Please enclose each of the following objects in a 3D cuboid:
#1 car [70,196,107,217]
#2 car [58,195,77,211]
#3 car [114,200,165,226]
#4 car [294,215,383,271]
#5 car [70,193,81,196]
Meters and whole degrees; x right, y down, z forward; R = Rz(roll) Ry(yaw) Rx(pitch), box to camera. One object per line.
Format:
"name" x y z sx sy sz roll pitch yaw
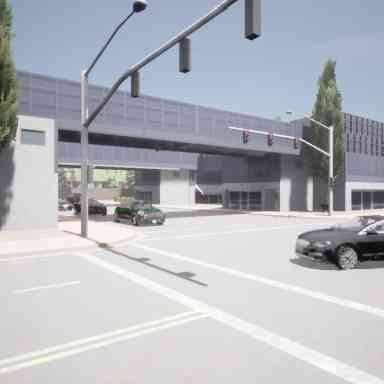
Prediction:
"car" -9.702 1.478 31.698 1.882 1.535 5.008 0 0 -36
"car" -15.928 1.491 40.262 2.128 1.511 4.902 0 0 -36
"car" -3.771 1.352 23.552 2.097 1.767 4.553 0 0 -36
"car" 5.726 1.491 10.541 4.902 1.511 2.128 0 0 -8
"car" -20.707 1.221 59.043 2.150 2.045 5.566 0 0 -36
